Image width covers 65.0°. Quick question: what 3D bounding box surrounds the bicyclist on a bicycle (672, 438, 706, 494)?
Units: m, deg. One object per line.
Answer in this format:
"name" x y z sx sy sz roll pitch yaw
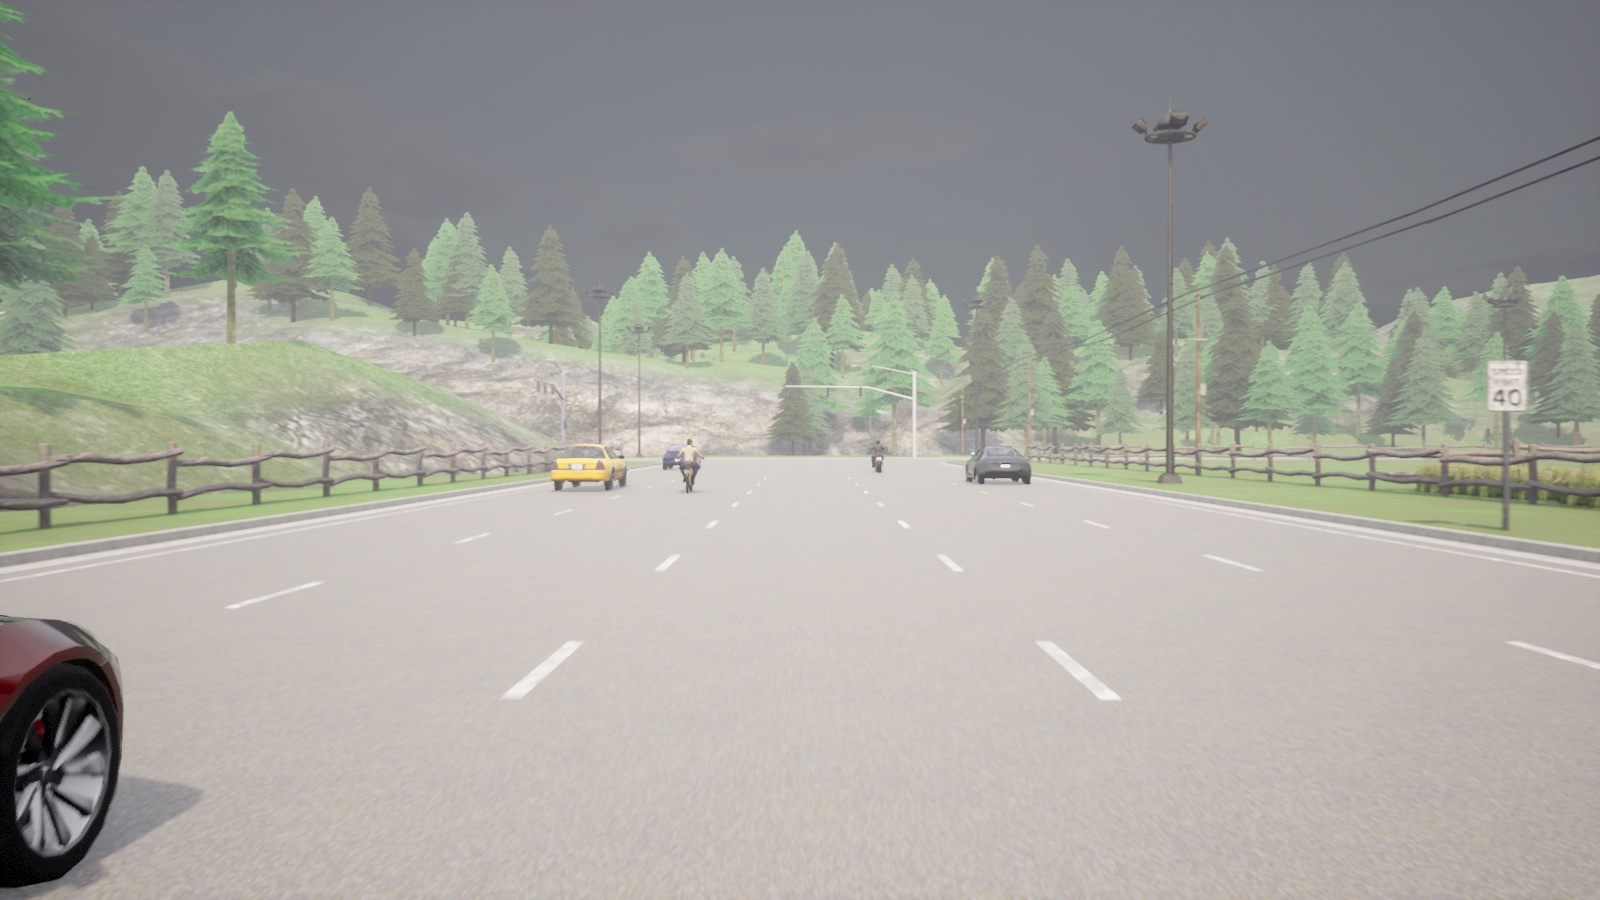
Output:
"bicyclist on a bicycle" -3.279 0.467 37.187 0.866 1.612 1.509 0 0 1

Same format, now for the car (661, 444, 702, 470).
"car" -6.587 0.364 70.158 1.812 1.442 4.674 0 0 0

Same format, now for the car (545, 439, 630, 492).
"car" -6.756 0.448 40.408 1.801 1.575 5.366 0 0 0

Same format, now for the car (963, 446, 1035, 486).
"car" 7.277 0.550 46.294 1.994 1.385 4.181 0 0 0

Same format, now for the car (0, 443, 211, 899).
"car" -3.470 0.728 2.667 2.163 1.488 4.792 0 0 0
